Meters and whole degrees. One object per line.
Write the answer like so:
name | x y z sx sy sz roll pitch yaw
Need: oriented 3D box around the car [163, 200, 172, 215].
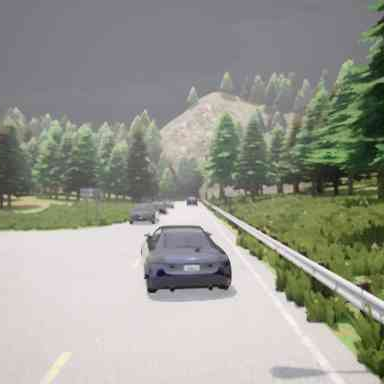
car | -3.593 1.672 36.088 2.033 1.411 5.357 0 0 0

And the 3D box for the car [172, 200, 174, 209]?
car | -3.587 1.767 48.227 1.895 1.301 4.718 0 0 0

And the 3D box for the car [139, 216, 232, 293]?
car | -0.339 1.579 9.021 1.994 1.385 4.181 1 0 -10

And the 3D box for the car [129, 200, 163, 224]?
car | -3.596 1.593 25.616 1.837 1.490 4.892 0 0 0

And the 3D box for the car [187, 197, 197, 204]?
car | 0.006 1.722 68.660 1.882 1.535 5.008 0 0 0

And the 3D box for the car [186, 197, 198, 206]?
car | 0.005 1.679 58.282 1.882 1.535 5.008 0 0 0
